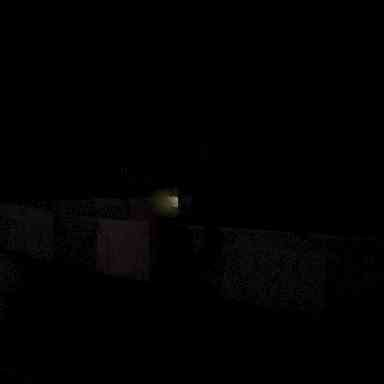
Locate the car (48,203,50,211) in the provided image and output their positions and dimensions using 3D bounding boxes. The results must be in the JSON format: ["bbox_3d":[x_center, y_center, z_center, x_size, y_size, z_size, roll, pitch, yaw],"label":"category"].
[{"bbox_3d":[-11.114,1.415,22.501,2.128,1.511,4.902,-3,-1,36],"label":"car"}]
